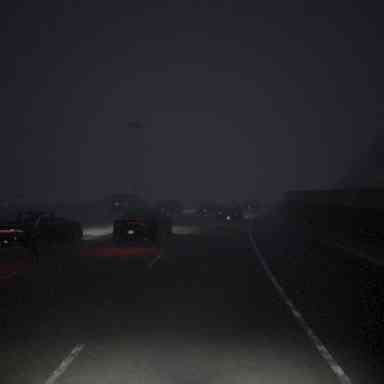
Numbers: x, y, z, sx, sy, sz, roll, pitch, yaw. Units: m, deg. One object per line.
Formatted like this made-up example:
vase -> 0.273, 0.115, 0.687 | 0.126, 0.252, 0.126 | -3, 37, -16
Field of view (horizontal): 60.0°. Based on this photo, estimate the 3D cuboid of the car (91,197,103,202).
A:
car -> -14.445, 1.552, 53.872 | 1.812, 1.442, 4.674 | 0, 0, 21

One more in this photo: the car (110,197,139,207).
car -> -10.824, 1.581, 53.578 | 2.033, 1.411, 5.357 | 0, 0, 21

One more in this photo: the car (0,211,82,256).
car -> -6.063, 1.493, 13.182 | 2.128, 1.511, 4.902 | 0, 0, 6

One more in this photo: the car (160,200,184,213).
car -> -2.225, 1.523, 34.109 | 2.128, 1.511, 4.902 | 0, 0, 15

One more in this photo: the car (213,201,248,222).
car -> 3.186, 1.636, 26.861 | 1.895, 1.301, 4.718 | 0, 0, 12

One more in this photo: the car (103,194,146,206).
car -> -6.198, 1.243, 32.829 | 2.150, 2.045, 5.566 | 0, 0, 14

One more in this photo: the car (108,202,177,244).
car -> -2.213, 1.490, 16.060 | 1.882, 1.535, 5.008 | 0, 0, 7

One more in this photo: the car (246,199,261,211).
car -> 7.649, 1.587, 42.444 | 1.812, 1.442, 4.674 | 0, 0, 19

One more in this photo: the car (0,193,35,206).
car -> -24.456, 1.218, 46.249 | 2.150, 2.045, 5.566 | 0, 0, 17

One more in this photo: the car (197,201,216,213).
car -> 1.984, 1.644, 36.323 | 1.895, 1.301, 4.718 | 0, 0, 16

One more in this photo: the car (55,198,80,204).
car -> -19.115, 1.577, 51.188 | 1.994, 1.385, 4.181 | 0, 0, 20
